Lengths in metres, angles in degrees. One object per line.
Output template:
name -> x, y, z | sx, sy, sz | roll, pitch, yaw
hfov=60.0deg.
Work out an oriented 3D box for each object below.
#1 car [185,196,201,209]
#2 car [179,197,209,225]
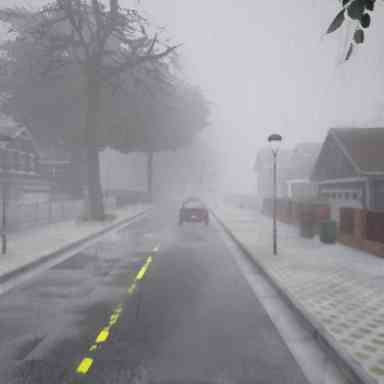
car -> 0.122, 1.263, 41.549 | 1.994, 1.385, 4.181 | 0, 0, 0
car -> 0.112, 1.330, 22.622 | 1.882, 1.535, 5.008 | 0, 0, 0
